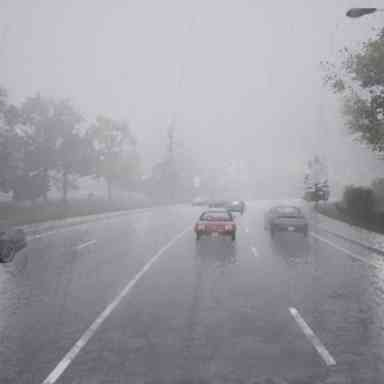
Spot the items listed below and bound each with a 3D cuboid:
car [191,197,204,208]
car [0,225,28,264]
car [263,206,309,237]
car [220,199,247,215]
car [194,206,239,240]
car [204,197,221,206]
[{"bbox_3d":[1.336,1.460,48.735,1.882,1.535,5.008,0,0,19],"label":"car"},{"bbox_3d":[-6.709,1.524,9.144,2.033,1.411,5.357,0,0,4],"label":"car"},{"bbox_3d":[4.975,1.505,17.996,2.128,1.511,4.902,0,0,7],"label":"car"},{"bbox_3d":[4.639,1.555,34.854,2.033,1.411,5.357,0,0,14],"label":"car"},{"bbox_3d":[1.302,1.601,17.037,1.895,1.301,4.718,0,0,7],"label":"car"},{"bbox_3d":[3.460,1.598,44.110,1.895,1.301,4.718,0,0,18],"label":"car"}]
